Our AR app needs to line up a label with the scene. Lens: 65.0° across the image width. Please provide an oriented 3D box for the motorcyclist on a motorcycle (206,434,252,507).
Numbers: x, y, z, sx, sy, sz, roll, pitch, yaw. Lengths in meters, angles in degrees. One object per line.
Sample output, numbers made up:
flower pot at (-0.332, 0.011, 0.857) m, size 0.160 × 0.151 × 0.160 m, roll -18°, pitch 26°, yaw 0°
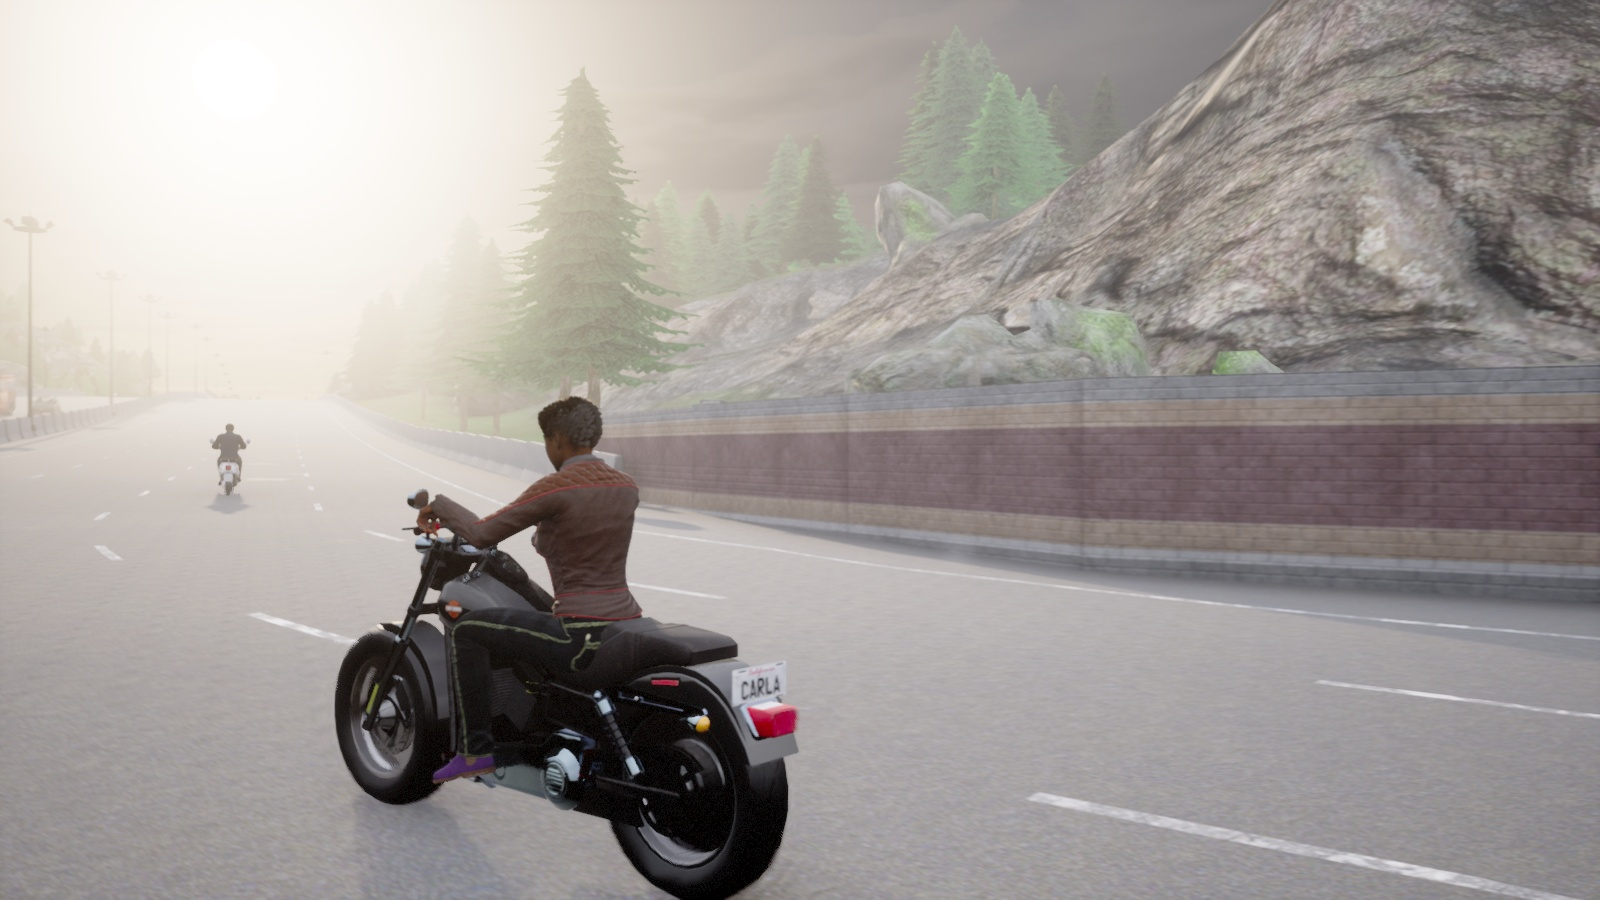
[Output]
motorcyclist on a motorcycle at (-12.855, 0.432, 28.296) m, size 0.866 × 1.590 × 1.817 m, roll -1°, pitch 1°, yaw -23°

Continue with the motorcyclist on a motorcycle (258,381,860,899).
motorcyclist on a motorcycle at (-0.970, 0.636, 4.511) m, size 2.350 × 1.649 × 0.766 m, roll 0°, pitch 0°, yaw 39°
